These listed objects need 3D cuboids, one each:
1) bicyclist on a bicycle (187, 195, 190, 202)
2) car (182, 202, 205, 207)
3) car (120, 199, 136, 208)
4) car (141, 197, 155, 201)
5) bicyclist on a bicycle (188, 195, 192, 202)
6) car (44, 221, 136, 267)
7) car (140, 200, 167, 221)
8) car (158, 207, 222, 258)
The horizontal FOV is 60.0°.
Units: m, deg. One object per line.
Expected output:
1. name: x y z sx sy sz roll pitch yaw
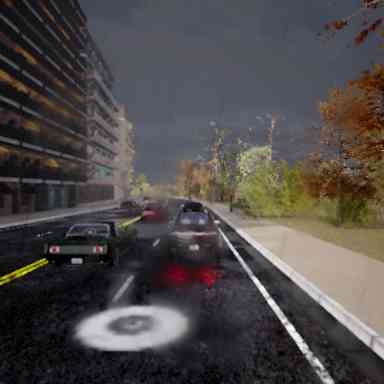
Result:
1. bicyclist on a bicycle: -0.924 1.678 89.600 0.659 1.776 1.843 0 0 -4
2. car: 0.122 1.579 29.441 1.882 1.535 5.008 0 0 0
3. car: -9.905 1.747 51.680 1.994 1.385 4.181 0 0 -1
4. car: -6.644 1.530 50.460 2.097 1.767 4.553 0 0 -1
5. bicyclist on a bicycle: -0.319 1.733 80.550 0.582 1.620 1.656 0 0 -3
6. car: -3.172 1.638 11.463 1.895 1.301 4.718 0 0 0
7. car: -3.135 1.661 28.371 1.994 1.385 4.181 0 0 0
8. car: 0.088 1.535 12.842 2.128 1.511 4.902 0 0 0
